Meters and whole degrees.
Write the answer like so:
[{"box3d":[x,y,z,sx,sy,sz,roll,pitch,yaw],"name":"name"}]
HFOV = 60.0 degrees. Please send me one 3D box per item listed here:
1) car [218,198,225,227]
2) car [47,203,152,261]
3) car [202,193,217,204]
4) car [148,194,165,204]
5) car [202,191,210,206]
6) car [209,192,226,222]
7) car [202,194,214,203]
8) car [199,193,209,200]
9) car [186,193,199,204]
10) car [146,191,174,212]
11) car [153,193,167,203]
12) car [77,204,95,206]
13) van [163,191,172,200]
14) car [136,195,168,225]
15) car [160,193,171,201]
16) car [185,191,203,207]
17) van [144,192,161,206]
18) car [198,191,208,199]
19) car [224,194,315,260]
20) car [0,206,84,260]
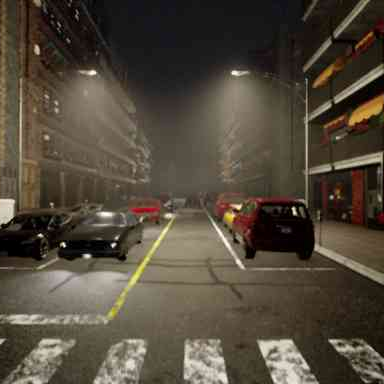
[{"box3d":[2.583,1.278,17.258,1.752,1.417,4.829,1,1,0],"name":"car"},{"box3d":[-2.847,1.337,11.697,2.033,1.411,5.357,0,1,0],"name":"car"},{"box3d":[2.578,0.955,50.450,1.967,1.590,4.097,1,0,0],"name":"car"},{"box3d":[-5.304,1.041,50.414,2.008,1.369,4.403,1,0,0],"name":"car"},{"box3d":[2.581,0.857,44.885,2.192,1.841,5.009,1,0,0],"name":"car"},{"box3d":[2.586,1.019,22.651,2.192,1.841,5.009,1,0,0],"name":"car"},{"box3d":[2.575,1.070,56.011,1.802,1.307,4.206,1,0,0],"name":"car"},{"box3d":[2.573,0.984,72.702,1.947,1.339,4.313,1,0,0],"name":"car"},{"box3d":[0.070,0.978,51.710,1.882,1.535,5.008,0,0,0],"name":"car"},{"box3d":[-2.835,0.964,31.863,2.097,1.767,4.553,0,0,0],"name":"car"},{"box3d":[-5.304,0.990,55.806,1.752,1.417,4.829,1,0,0],"name":"car"},{"box3d":[-5.298,1.296,17.044,1.947,1.339,4.313,1,1,0],"name":"car"},{"box3d":[-5.303,0.734,72.668,1.690,1.788,3.998,1,0,0],"name":"van"},{"box3d":[-2.845,1.174,21.566,1.882,1.535,5.008,0,1,0],"name":"car"},{"box3d":[-5.306,0.967,67.105,2.008,1.369,4.403,1,0,0],"name":"car"},{"box3d":[0.105,1.035,41.269,1.882,1.535,5.008,0,0,0],"name":"car"},{"box3d":[-5.298,0.859,44.848,1.690,1.788,3.998,1,0,0],"name":"van"},{"box3d":[2.577,0.710,78.266,2.192,1.841,5.009,1,0,0],"name":"car"},{"box3d":[2.588,1.123,11.527,2.192,1.841,5.009,1,1,0],"name":"car"},{"box3d":[-5.297,1.350,11.483,1.947,1.339,4.313,1,1,0],"name":"car"}]
